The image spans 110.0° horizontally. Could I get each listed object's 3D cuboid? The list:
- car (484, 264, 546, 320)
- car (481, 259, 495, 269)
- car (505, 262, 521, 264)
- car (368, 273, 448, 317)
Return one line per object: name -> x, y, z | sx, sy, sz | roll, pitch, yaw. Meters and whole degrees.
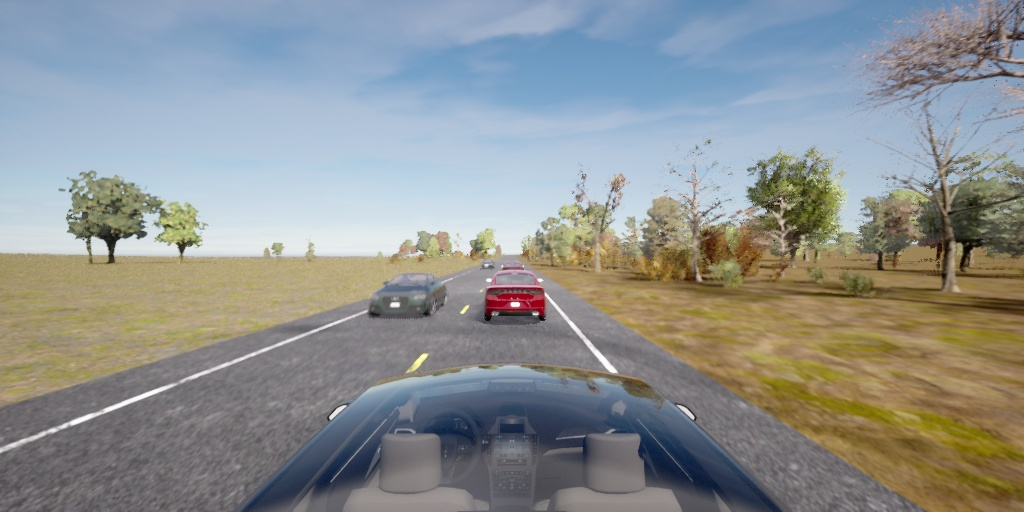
car -> 0.095, 1.227, 12.677 | 1.882, 1.535, 5.008 | 0, 0, 0
car -> -3.599, 1.195, 53.779 | 2.128, 1.511, 4.902 | 0, 0, 0
car -> 0.082, 1.215, 31.052 | 1.882, 1.535, 5.008 | 0, 0, 0
car -> -3.607, 1.313, 13.069 | 1.994, 1.385, 4.181 | 0, 0, 0
